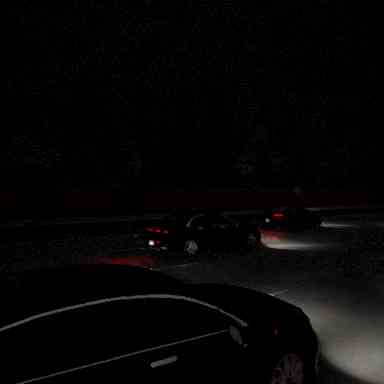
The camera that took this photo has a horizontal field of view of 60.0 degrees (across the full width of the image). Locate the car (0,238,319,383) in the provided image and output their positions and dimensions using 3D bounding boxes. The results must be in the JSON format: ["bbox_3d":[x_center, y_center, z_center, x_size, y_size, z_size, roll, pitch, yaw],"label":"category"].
[{"bbox_3d":[-0.755,1.502,3.211,4.892,1.490,1.837,1,0,-36],"label":"car"}]

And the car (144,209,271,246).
[{"bbox_3d":[0.563,1.503,12.792,4.892,1.490,1.837,0,0,-36],"label":"car"}]

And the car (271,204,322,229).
[{"bbox_3d":[6.389,1.525,21.334,4.674,1.442,1.812,0,0,-36],"label":"car"}]
